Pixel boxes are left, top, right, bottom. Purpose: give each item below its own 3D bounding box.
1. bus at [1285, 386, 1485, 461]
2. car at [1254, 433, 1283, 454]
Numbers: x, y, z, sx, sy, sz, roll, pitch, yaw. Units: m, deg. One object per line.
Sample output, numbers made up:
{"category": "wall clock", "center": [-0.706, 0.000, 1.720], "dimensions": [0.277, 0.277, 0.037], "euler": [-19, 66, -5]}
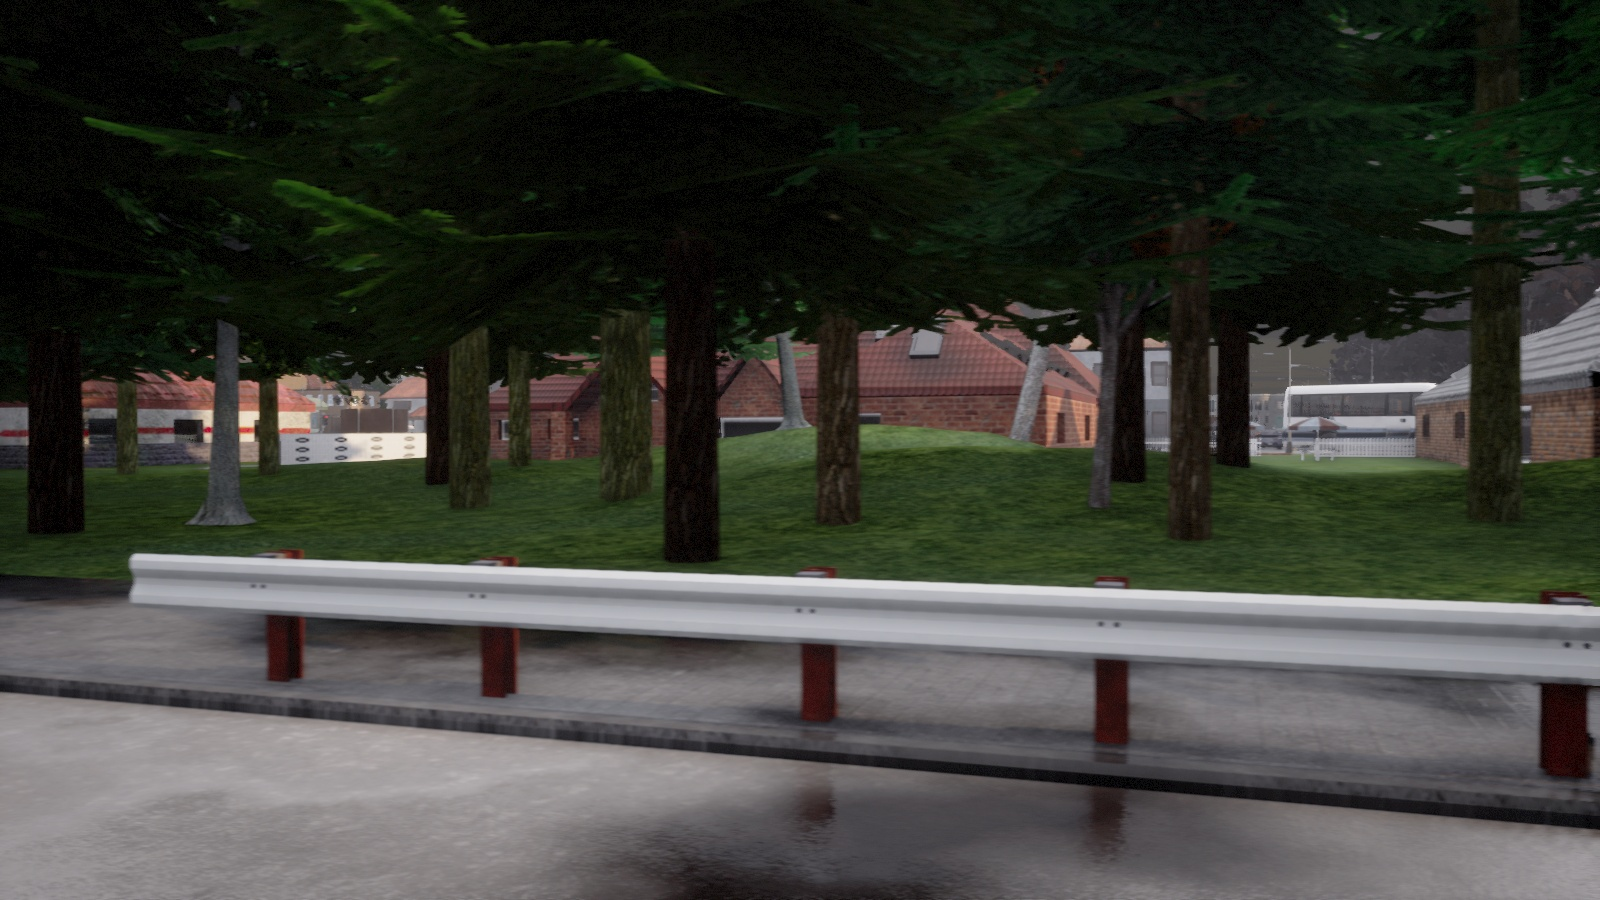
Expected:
{"category": "bus", "center": [35.294, -1.628, 76.127], "dimensions": [10.273, 4.253, 3.944], "euler": [1, 2, 43]}
{"category": "car", "center": [33.689, -0.475, 90.341], "dimensions": [1.845, 1.501, 3.633], "euler": [1, 1, 19]}
